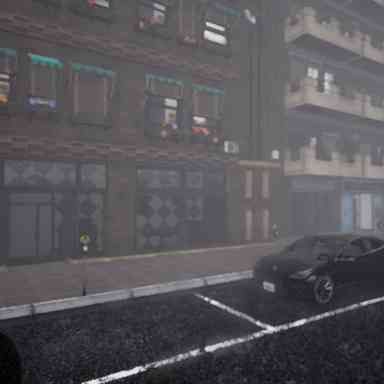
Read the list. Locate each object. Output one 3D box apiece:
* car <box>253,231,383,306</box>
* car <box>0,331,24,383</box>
[{"bbox_3d":[3.522,1.709,8.387,4.313,1.339,1.947,1,-1,-32],"label":"car"},{"bbox_3d":[-3.272,1.488,1.081,5.008,1.535,1.882,1,-1,-32],"label":"car"}]
